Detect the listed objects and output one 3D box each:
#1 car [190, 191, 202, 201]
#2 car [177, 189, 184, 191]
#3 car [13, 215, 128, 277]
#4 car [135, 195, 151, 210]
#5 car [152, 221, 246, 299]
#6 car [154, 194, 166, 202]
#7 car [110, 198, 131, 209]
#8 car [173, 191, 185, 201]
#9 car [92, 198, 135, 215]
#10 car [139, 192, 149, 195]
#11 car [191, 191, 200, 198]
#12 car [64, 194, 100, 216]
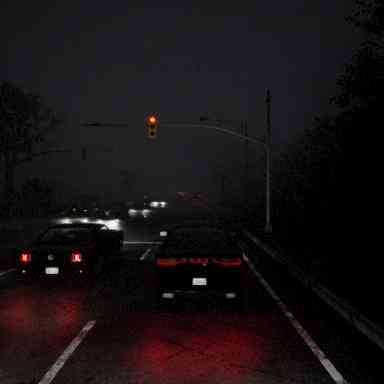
[{"bbox_3d":[0.792,0.738,66.938,2.150,2.045,5.566,0,3,1],"label":"car"},{"bbox_3d":[-2.689,0.173,77.247,2.097,1.767,4.553,0,3,1],"label":"car"},{"bbox_3d":[-3.373,1.601,10.199,1.895,1.301,4.718,0,0,-1],"label":"car"},{"bbox_3d":[-6.666,1.477,44.077,1.882,1.535,5.008,0,0,1],"label":"car"},{"bbox_3d":[0.153,1.478,8.522,1.882,1.535,5.008,0,0,0],"label":"car"},{"bbox_3d":[-6.346,1.155,66.297,1.895,1.301,4.718,0,3,1],"label":"car"},{"bbox_3d":[-10.126,1.563,47.432,1.994,1.385,4.181,0,0,1],"label":"car"},{"bbox_3d":[-2.808,1.070,66.869,2.033,1.411,5.357,0,3,1],"label":"car"},{"bbox_3d":[-6.836,1.492,29.416,2.128,1.511,4.902,0,0,1],"label":"car"},{"bbox_3d":[-9.823,0.865,67.101,2.097,1.767,4.553,0,3,1],"label":"car"},{"bbox_3d":[0.815,0.561,77.603,1.895,1.301,4.718,0,3,1],"label":"car"},{"bbox_3d":[-10.304,1.221,32.057,2.150,2.045,5.566,0,0,1],"label":"car"}]
